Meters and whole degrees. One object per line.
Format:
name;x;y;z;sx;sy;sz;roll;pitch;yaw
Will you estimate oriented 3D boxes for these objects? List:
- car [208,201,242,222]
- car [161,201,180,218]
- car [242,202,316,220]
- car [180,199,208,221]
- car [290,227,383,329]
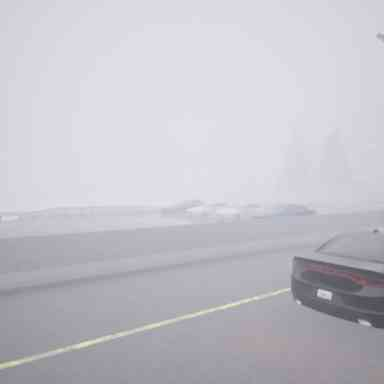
car;3.708;1.462;23.829;4.674;1.442;1.812;0;0;-35
car;-0.395;1.414;29.500;5.008;1.535;1.882;0;0;-35
car;5.775;1.415;21.004;5.008;1.535;1.882;0;0;-35
car;1.650;1.462;26.660;4.674;1.442;1.812;0;0;-35
car;4.107;1.451;6.679;5.008;1.535;1.882;0;0;-35
